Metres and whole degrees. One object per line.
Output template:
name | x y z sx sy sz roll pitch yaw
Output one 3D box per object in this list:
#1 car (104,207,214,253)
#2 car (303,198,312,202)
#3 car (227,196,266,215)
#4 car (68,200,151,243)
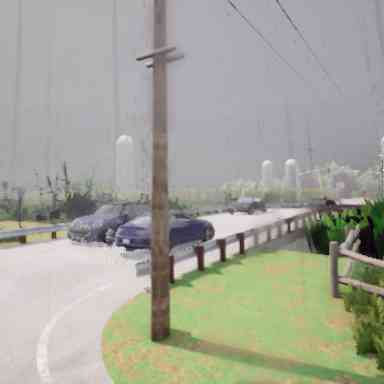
car | -0.906 1.428 12.972 1.812 1.442 4.674 -1 1 34
car | 13.230 1.097 33.810 2.128 1.511 4.902 0 -2 33
car | 4.646 1.084 27.565 1.812 1.442 4.674 0 0 34
car | -3.449 1.265 15.488 2.097 1.767 4.553 0 1 34
